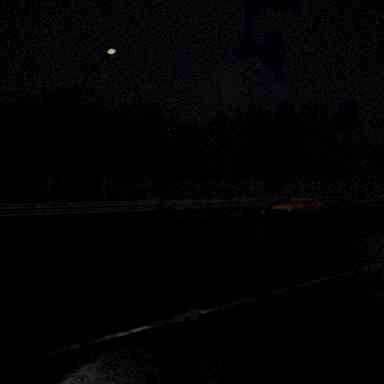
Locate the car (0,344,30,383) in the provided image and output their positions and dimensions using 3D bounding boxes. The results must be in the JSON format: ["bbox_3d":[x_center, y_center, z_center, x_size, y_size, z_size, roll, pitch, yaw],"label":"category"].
[{"bbox_3d":[-2.974,1.573,1.611,4.181,1.385,1.994,0,0,-35],"label":"car"}]

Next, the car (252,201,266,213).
[{"bbox_3d":[7.721,1.263,30.628,5.008,1.535,1.882,-1,0,-34],"label":"car"}]

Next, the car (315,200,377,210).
[{"bbox_3d":[11.989,1.333,25.076,5.357,1.411,2.033,-1,0,-34],"label":"car"}]

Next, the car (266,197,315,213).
[{"bbox_3d":[8.643,1.276,27.021,5.008,1.535,1.882,-1,0,-34],"label":"car"}]
